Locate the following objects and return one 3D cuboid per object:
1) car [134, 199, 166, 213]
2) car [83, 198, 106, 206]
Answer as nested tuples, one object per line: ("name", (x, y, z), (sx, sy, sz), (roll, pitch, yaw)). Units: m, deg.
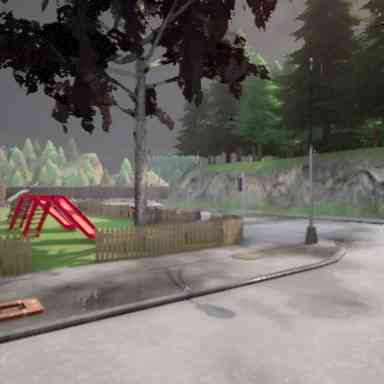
("car", (-4.470, 1.415, 34.677), (1.812, 1.442, 4.674), (0, 0, -35))
("car", (-14.274, 1.496, 48.614), (1.895, 1.301, 4.718), (0, 0, -35))
